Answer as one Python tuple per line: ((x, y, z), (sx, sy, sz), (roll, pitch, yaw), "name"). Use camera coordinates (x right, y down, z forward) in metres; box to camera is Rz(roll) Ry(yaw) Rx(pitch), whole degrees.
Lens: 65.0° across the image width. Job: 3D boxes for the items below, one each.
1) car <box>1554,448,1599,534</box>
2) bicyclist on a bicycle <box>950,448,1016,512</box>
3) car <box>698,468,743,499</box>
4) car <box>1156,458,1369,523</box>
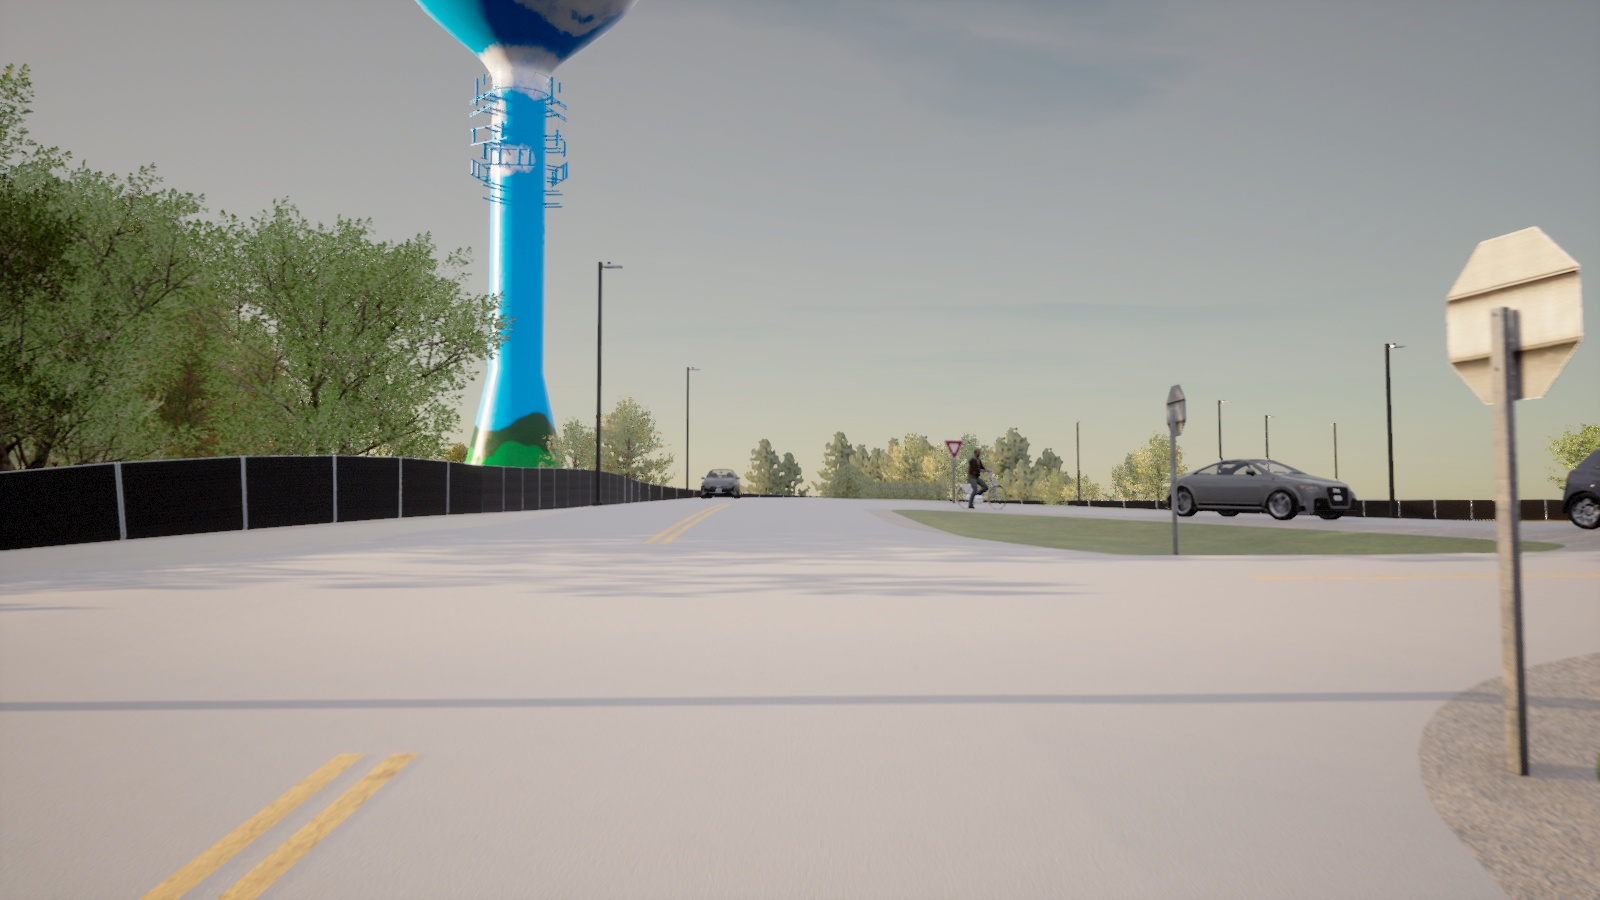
((15.323, 0.732, 21.570), (1.845, 1.501, 3.633), (2, -2, -31), "car")
((5.225, 0.862, 35.978), (0.659, 1.776, 1.843), (3, -3, -43), "bicyclist on a bicycle")
((-3.983, 1.694, 63.648), (2.007, 1.525, 4.514), (0, -2, 0), "car")
((10.533, 0.919, 28.853), (1.994, 1.385, 4.181), (2, -2, -35), "car")
